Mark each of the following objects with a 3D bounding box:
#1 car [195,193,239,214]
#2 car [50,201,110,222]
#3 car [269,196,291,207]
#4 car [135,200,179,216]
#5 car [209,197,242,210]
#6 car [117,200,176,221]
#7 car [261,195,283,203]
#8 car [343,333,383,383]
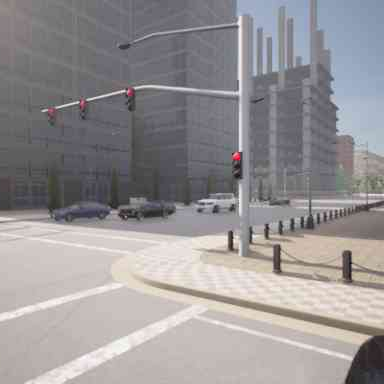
[{"bbox_3d":[2.600,1.151,35.029,2.150,2.045,5.566,0,0,36],"label":"car"},{"bbox_3d":[-8.484,1.451,25.659,1.812,1.442,4.674,0,0,38],"label":"car"},{"bbox_3d":[13.138,1.406,49.580,1.882,1.535,5.008,0,0,36],"label":"car"},{"bbox_3d":[-3.404,1.489,32.695,1.994,1.385,4.181,0,0,36],"label":"car"},{"bbox_3d":[4.405,1.415,43.518,2.128,1.511,4.902,0,0,36],"label":"car"},{"bbox_3d":[-3.615,1.529,26.417,1.895,1.301,4.718,0,0,36],"label":"car"},{"bbox_3d":[13.483,1.135,55.959,1.895,1.301,4.718,0,0,36],"label":"car"},{"bbox_3d":[3.018,1.565,1.816,4.181,1.385,1.994,0,0,36],"label":"car"}]
